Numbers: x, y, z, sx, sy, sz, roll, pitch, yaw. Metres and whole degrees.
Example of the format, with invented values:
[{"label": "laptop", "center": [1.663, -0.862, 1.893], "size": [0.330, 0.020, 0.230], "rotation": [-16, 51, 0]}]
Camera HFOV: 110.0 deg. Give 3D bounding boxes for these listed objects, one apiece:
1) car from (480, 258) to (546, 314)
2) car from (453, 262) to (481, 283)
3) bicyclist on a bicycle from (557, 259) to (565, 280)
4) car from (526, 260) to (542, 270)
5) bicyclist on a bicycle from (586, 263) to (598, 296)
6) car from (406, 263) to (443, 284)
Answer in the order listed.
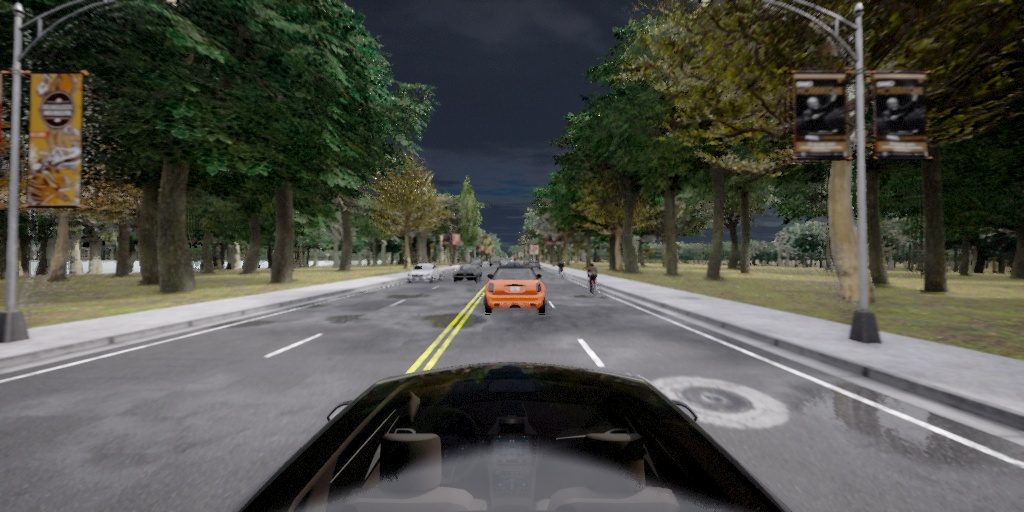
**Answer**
[{"label": "car", "center": [0.099, 1.107, 13.919], "size": [2.097, 1.767, 4.553], "rotation": [0, 0, 0]}, {"label": "car", "center": [-3.349, 1.370, 27.681], "size": [1.895, 1.301, 4.718], "rotation": [0, 0, 0]}, {"label": "bicyclist on a bicycle", "center": [4.142, 1.143, 30.427], "size": [0.659, 1.776, 1.843], "rotation": [0, 0, 0]}, {"label": "car", "center": [3.351, 1.319, 55.952], "size": [2.128, 1.511, 4.902], "rotation": [0, 0, 0]}, {"label": "bicyclist on a bicycle", "center": [4.141, 1.211, 18.505], "size": [0.582, 1.620, 1.656], "rotation": [0, 0, 0]}, {"label": "car", "center": [-6.598, 1.294, 27.286], "size": [1.812, 1.442, 4.674], "rotation": [0, 0, 0]}]
